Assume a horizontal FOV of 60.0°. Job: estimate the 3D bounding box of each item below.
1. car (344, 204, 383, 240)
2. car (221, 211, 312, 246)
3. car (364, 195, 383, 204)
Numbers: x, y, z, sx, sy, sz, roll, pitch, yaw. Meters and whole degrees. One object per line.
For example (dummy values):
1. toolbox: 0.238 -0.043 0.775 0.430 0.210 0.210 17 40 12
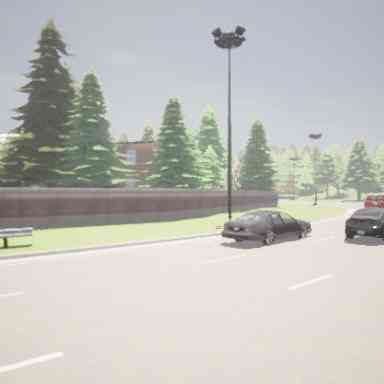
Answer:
1. car: 9.115 1.541 16.330 1.837 1.490 4.892 1 0 44
2. car: 3.656 1.595 15.707 5.357 1.411 2.033 0 0 -44
3. car: 19.338 1.300 34.895 2.150 2.045 5.566 0 0 30
